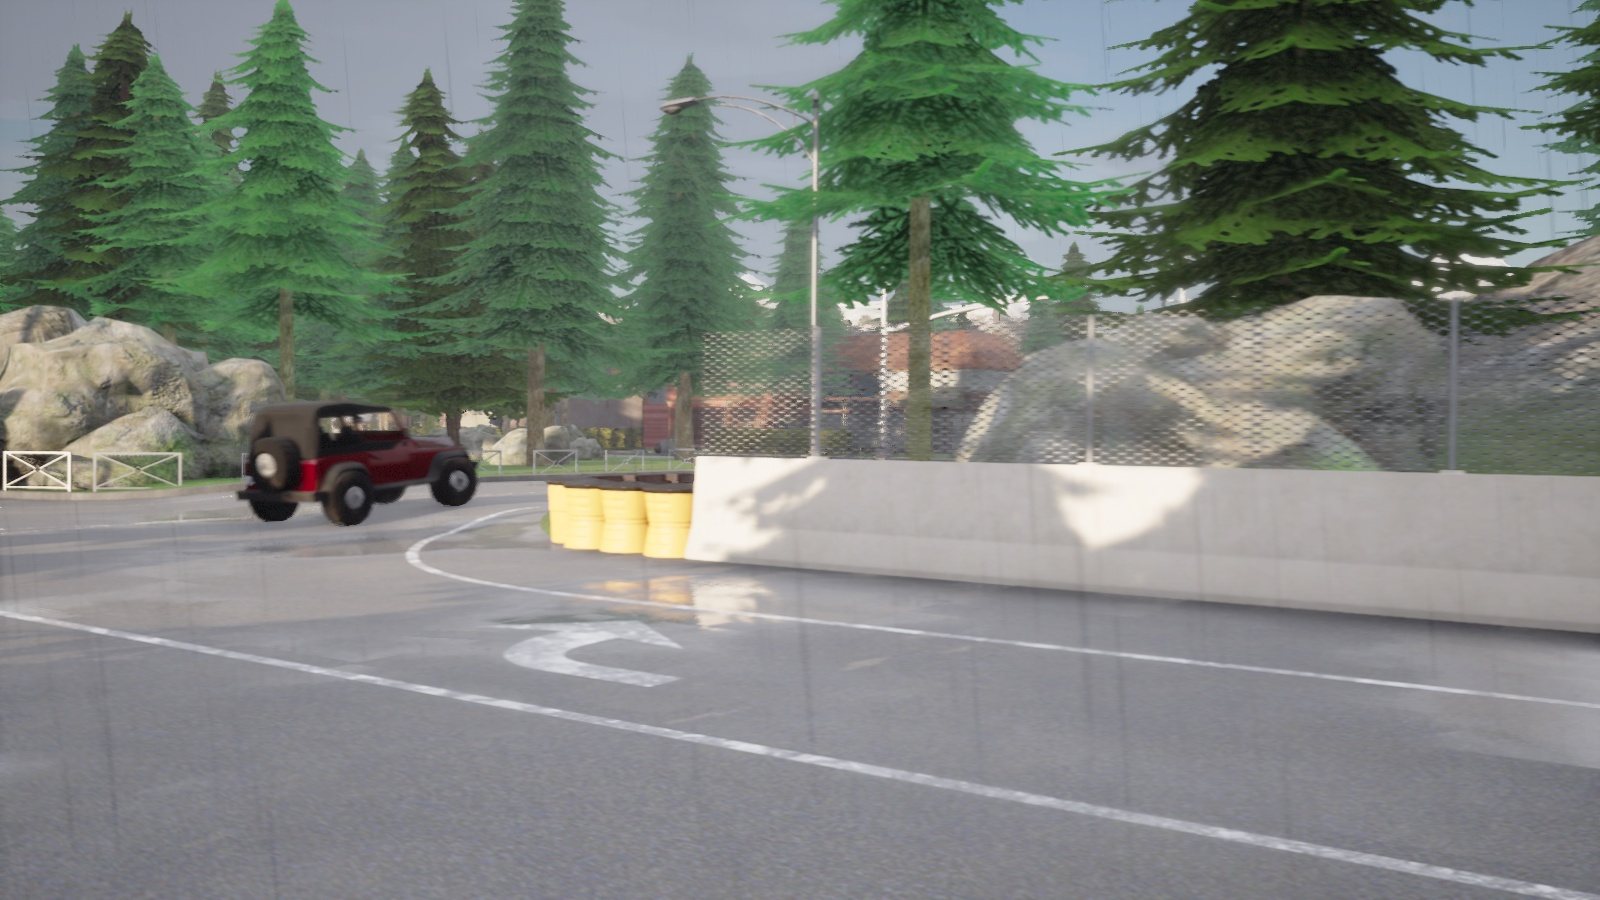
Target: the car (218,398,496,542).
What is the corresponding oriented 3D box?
[{"bbox_3d":[-7.023,0.233,20.330,1.905,1.878,3.866,-1,5,27],"label":"car"}]
